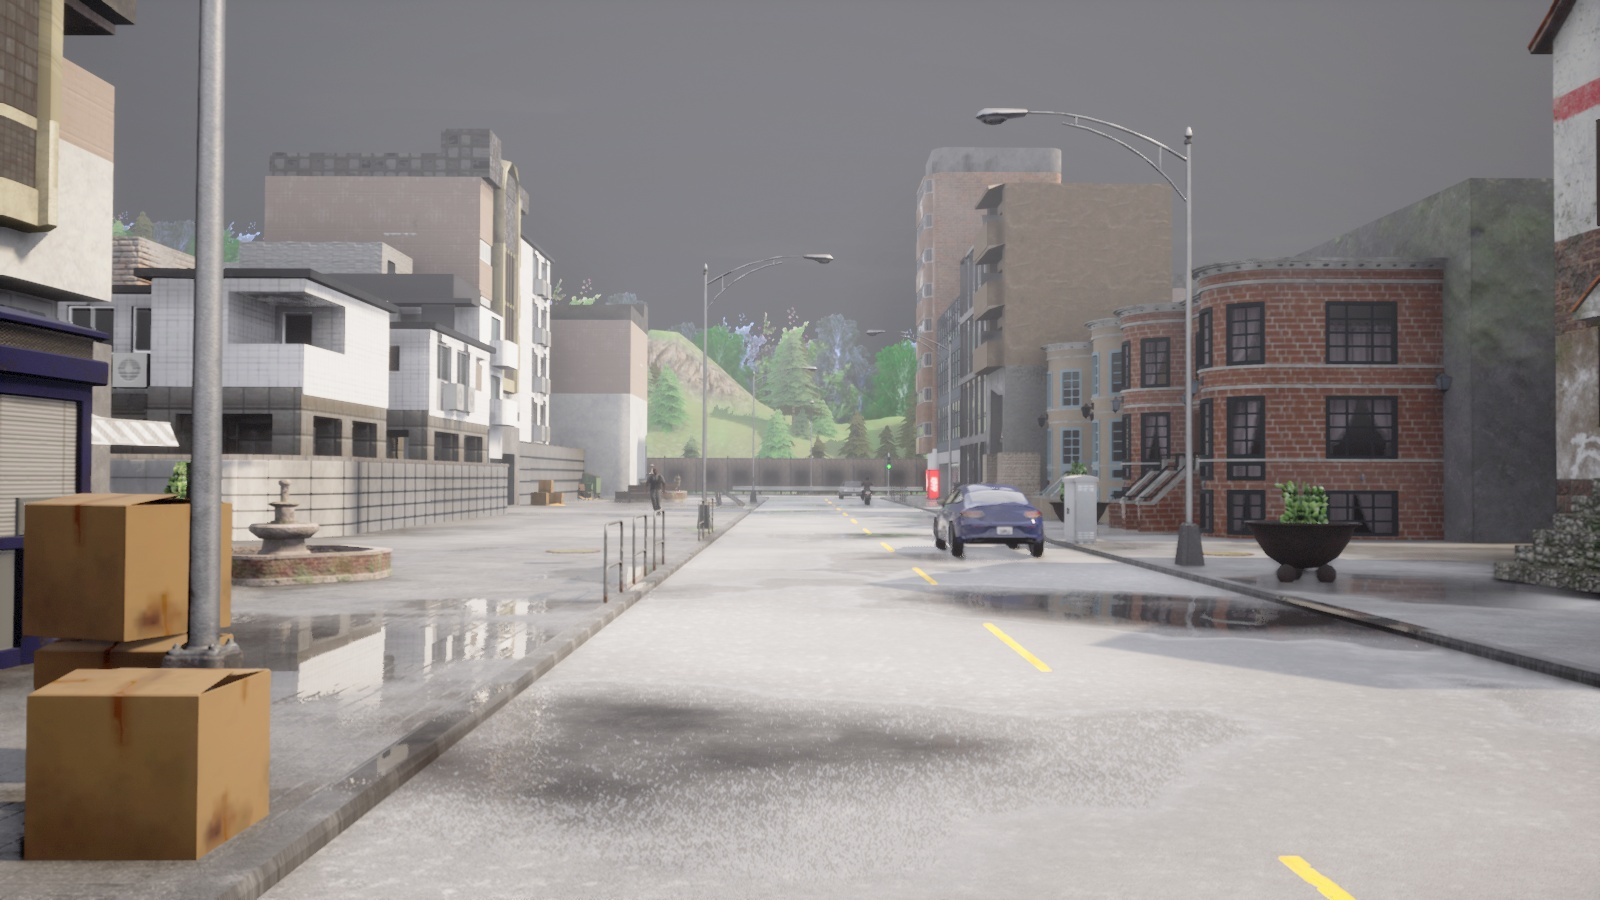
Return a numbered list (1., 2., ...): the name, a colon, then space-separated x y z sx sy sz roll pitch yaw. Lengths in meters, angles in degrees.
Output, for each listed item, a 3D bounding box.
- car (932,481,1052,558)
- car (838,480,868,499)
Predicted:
1. car: 3.935 1.396 26.492 1.812 1.442 4.674 0 -1 0
2. car: 3.771 2.813 89.585 1.895 1.301 4.718 0 -1 0
